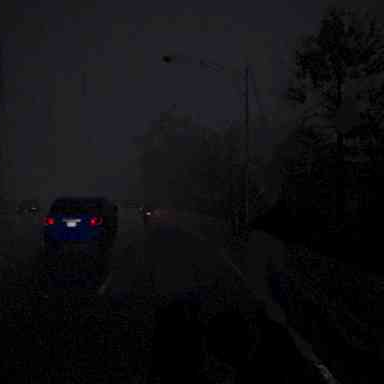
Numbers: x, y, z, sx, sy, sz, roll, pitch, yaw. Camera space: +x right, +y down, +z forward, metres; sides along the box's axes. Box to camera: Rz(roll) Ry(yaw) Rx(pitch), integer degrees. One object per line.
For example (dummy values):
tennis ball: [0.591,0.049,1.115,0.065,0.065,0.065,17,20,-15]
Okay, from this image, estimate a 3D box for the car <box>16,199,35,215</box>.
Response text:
car: [-16.140,1.452,33.123,1.837,1.490,4.892,0,0,-18]

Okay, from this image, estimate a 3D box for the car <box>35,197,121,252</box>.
car: [-4.478,1.201,14.092,2.150,2.045,5.566,0,0,-7]

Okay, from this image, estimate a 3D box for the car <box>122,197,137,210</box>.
car: [-7.757,1.424,41.422,2.128,1.511,4.902,0,0,-20]

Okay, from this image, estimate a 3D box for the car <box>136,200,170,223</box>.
car: [-2.816,1.506,24.845,2.033,1.411,5.357,0,0,-12]

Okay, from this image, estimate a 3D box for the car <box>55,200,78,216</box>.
car: [-12.518,1.547,33.338,1.895,1.301,4.718,0,0,-18]
